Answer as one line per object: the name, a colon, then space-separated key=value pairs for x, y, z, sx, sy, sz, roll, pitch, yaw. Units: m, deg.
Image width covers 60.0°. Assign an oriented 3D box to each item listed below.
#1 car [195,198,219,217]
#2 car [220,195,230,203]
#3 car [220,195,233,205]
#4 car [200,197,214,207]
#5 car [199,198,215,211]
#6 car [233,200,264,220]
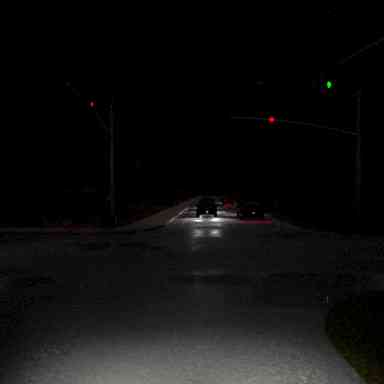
car: x=1.384 y=1.470 z=30.997 sx=1.837 sy=1.490 sz=4.892 roll=0 pitch=0 yaw=3
car: x=6.838 y=1.470 z=68.975 sx=1.837 sy=1.490 sz=4.892 roll=0 pitch=0 yaw=3
car: x=6.353 y=1.566 z=59.014 sx=1.895 sy=1.301 sz=4.718 roll=0 pitch=0 yaw=3
car: x=2.339 y=1.529 z=50.357 sx=1.994 sy=1.385 sz=4.181 roll=0 pitch=0 yaw=3
car: x=1.847 y=1.470 z=40.449 sx=1.837 sy=1.490 sz=4.892 roll=0 pitch=0 yaw=3
car: x=4.843 y=1.443 z=27.991 sx=1.882 sy=1.535 sz=5.008 roll=0 pitch=0 yaw=3
